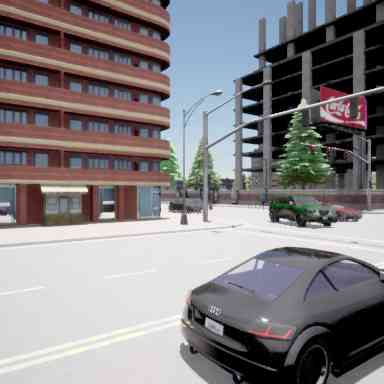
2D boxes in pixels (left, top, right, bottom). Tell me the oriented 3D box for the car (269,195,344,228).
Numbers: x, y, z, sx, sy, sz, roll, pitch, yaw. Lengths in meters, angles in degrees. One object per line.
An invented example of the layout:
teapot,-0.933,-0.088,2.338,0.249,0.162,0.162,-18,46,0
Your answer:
car,7.273,1.224,22.556,2.150,2.045,5.566,1,-1,-15

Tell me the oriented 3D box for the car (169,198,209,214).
car,-0.666,1.504,35.911,1.837,1.490,4.892,0,0,-36

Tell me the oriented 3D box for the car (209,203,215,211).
car,0.694,1.506,39.998,1.837,1.490,4.892,0,0,-36

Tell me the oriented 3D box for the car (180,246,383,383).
car,1.895,1.564,5.115,4.181,1.385,1.994,0,0,-35

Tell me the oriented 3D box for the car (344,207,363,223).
car,10.806,1.525,26.030,1.812,1.442,4.674,0,0,-36
